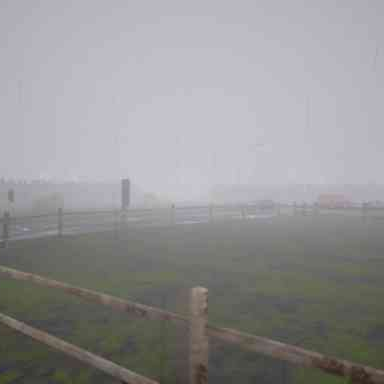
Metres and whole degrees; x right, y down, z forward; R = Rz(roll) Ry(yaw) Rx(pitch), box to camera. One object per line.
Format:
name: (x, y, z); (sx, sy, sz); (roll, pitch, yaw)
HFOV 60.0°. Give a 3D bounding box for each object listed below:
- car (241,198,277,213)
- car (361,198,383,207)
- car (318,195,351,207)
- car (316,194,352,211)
car: (7.447, 1.473, 36.636); (4.892, 1.490, 1.837); (0, 0, -40)
car: (26.135, 1.604, 47.721); (4.181, 1.385, 1.994); (0, 0, -36)
car: (20.066, 1.243, 46.675); (4.902, 1.511, 2.128); (0, 0, -37)
car: (17.669, 1.239, 41.269); (5.566, 2.045, 2.150); (0, 1, -38)
